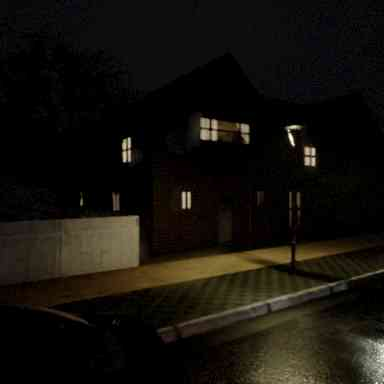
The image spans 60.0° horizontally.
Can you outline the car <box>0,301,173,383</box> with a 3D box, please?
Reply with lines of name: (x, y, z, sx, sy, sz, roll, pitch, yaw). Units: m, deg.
car: (-2.308, 1.494, 1.465, 4.892, 1.490, 1.837, 0, 0, -35)
